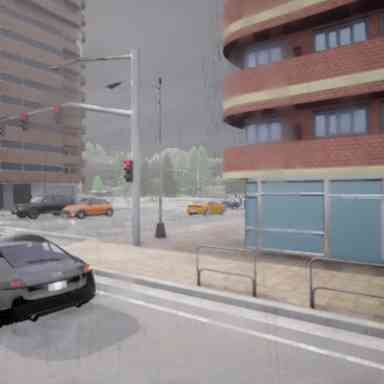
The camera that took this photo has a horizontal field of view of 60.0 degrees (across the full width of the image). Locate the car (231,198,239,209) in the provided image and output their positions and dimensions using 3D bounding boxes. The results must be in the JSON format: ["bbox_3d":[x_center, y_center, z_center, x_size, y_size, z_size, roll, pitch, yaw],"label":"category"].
[{"bbox_3d":[5.162,1.566,45.728,1.812,1.442,4.674,0,0,20],"label":"car"}]

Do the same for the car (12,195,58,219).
[{"bbox_3d":[-13.152,1.287,30.073,2.150,2.045,5.566,0,0,35],"label":"car"}]

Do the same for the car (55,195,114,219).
[{"bbox_3d":[-9.227,1.409,29.510,2.097,1.767,4.553,0,0,36],"label":"car"}]

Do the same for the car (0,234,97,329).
[{"bbox_3d":[-3.893,1.580,6.908,4.181,1.385,1.994,0,0,37],"label":"car"}]

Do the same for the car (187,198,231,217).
[{"bbox_3d":[1.492,1.518,32.094,1.882,1.535,5.008,0,0,36],"label":"car"}]
